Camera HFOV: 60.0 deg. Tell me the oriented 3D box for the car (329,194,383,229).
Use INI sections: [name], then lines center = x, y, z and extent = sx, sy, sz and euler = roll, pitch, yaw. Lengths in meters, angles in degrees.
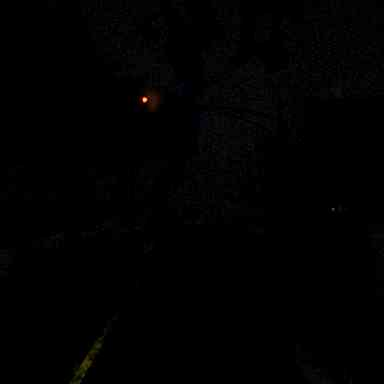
[car]
center = 11.415, 1.127, 20.579
extent = 5.566, 2.045, 2.150
euler = 0, -1, 0
